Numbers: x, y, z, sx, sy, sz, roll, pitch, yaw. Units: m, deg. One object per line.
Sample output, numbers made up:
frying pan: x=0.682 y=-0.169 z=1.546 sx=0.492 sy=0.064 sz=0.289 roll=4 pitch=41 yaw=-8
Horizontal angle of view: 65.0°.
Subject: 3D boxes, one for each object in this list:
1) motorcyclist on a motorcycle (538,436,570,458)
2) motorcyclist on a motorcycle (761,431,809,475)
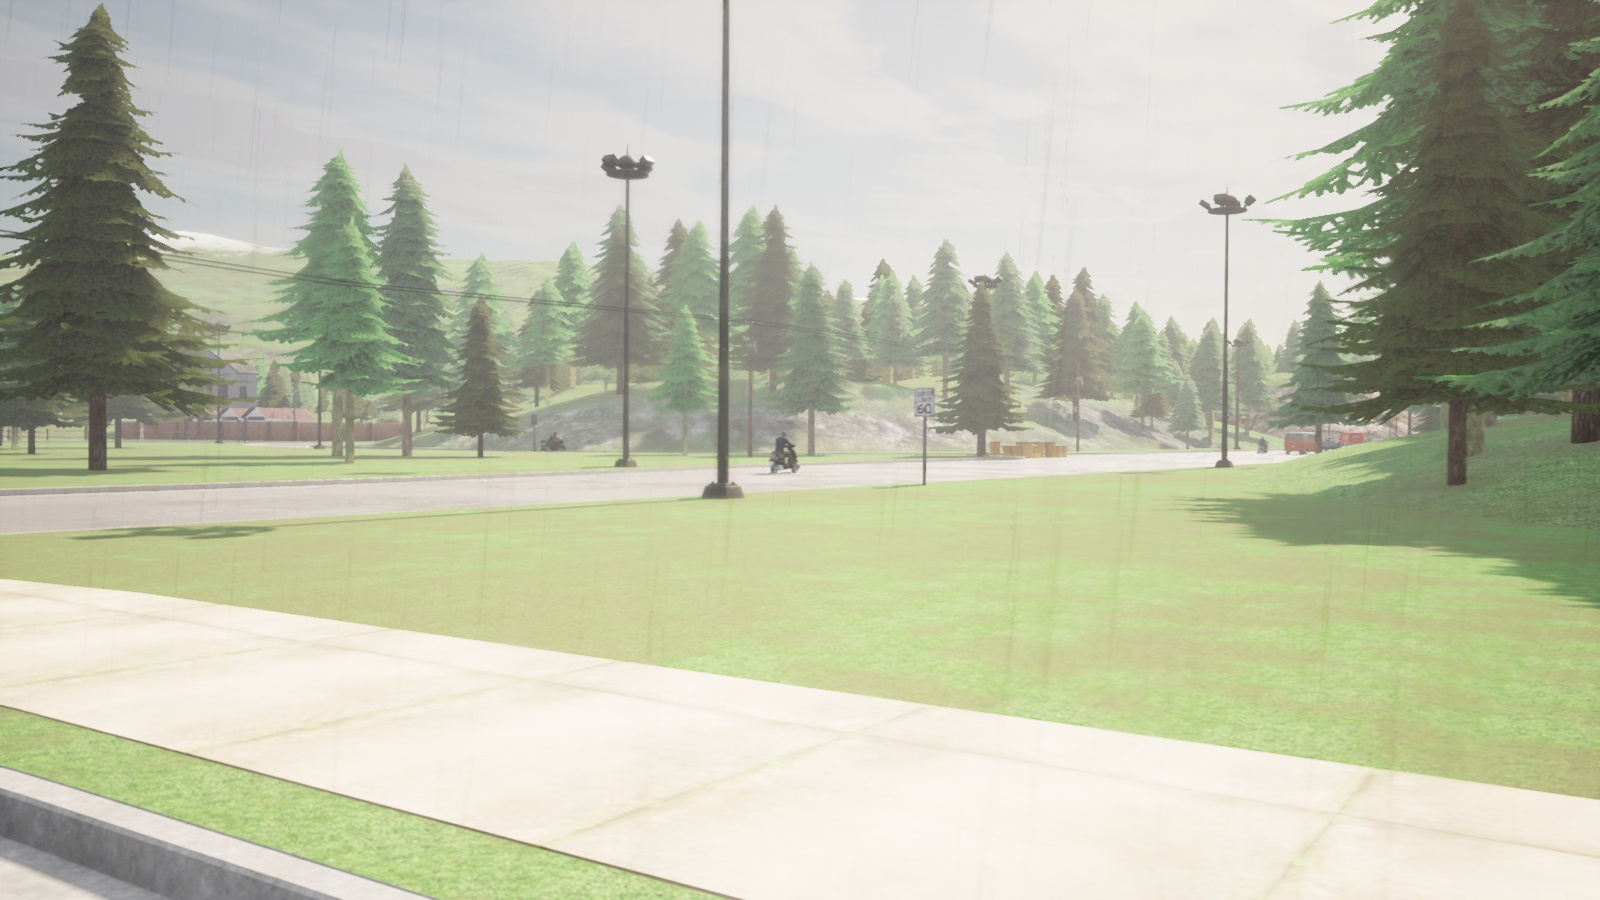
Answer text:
motorcyclist on a motorcycle: x=-17.130 y=-0.199 z=87.424 sx=2.044 sy=1.523 sz=0.797 roll=0 pitch=0 yaw=20
motorcyclist on a motorcycle: x=-0.531 y=0.106 z=46.531 sx=0.866 sy=1.590 sz=1.817 roll=0 pitch=1 yaw=35
